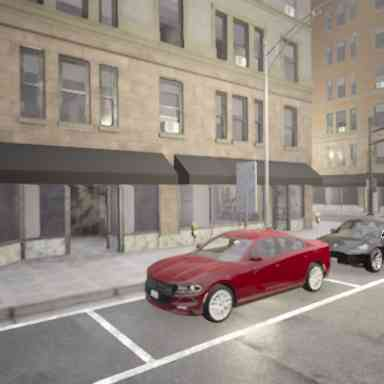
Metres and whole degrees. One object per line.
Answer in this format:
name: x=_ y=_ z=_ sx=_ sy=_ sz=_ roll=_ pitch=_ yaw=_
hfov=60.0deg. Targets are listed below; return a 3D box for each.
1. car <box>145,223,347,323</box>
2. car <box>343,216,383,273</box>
car: x=1.153 y=1.503 z=7.109 sx=4.507 sy=1.381 sz=1.887 roll=-1 pitch=0 yaw=-37
car: x=5.572 y=1.468 z=10.401 sx=4.313 sy=1.339 sz=1.947 roll=-1 pitch=0 yaw=-37
